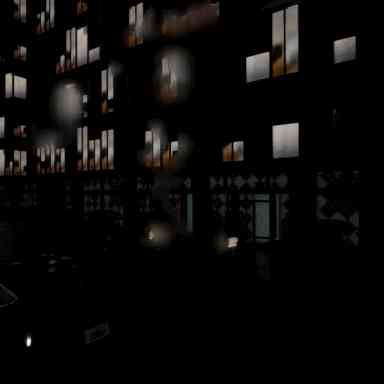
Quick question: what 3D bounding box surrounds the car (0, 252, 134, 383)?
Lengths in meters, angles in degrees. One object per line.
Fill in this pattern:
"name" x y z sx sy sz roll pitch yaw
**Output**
"car" -2.717 1.565 4.824 4.313 1.339 1.947 0 0 36
